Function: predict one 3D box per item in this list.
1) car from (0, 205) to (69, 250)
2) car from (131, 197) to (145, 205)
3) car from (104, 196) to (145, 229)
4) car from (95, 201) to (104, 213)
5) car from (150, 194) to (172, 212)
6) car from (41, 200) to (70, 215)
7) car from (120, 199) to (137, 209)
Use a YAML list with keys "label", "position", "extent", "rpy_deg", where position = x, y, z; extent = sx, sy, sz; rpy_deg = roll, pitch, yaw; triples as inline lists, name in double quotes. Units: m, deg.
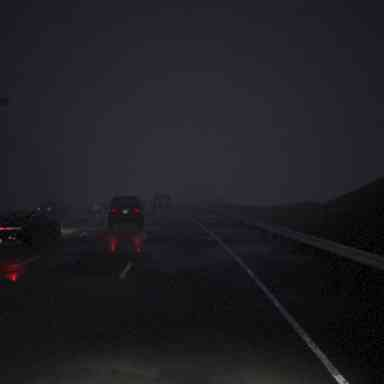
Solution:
- label: "car"
  position: [-7.344, 1.585, 14.686]
  extent: [2.128, 1.511, 4.902]
  rpy_deg: [0, 0, -5]
- label: "car"
  position: [-10.343, 1.644, 64.003]
  extent: [1.837, 1.490, 4.892]
  rpy_deg: [0, 0, -19]
- label: "car"
  position: [-4.410, 1.280, 22.708]
  extent: [2.150, 2.045, 5.566]
  rpy_deg: [0, 0, -8]
- label: "car"
  position: [-10.491, 1.737, 39.612]
  extent: [1.895, 1.301, 4.718]
  rpy_deg: [-1, 0, -13]
- label: "car"
  position: [-3.692, 1.275, 39.565]
  extent: [2.150, 2.045, 5.566]
  rpy_deg: [0, 0, -12]
- label: "car"
  position: [-12.815, 1.515, 31.007]
  extent: [2.097, 1.767, 4.553]
  rpy_deg: [-1, 0, -10]
- label: "car"
  position: [-9.170, 1.686, 47.802]
  extent: [1.994, 1.385, 4.181]
  rpy_deg: [-1, 0, -15]
